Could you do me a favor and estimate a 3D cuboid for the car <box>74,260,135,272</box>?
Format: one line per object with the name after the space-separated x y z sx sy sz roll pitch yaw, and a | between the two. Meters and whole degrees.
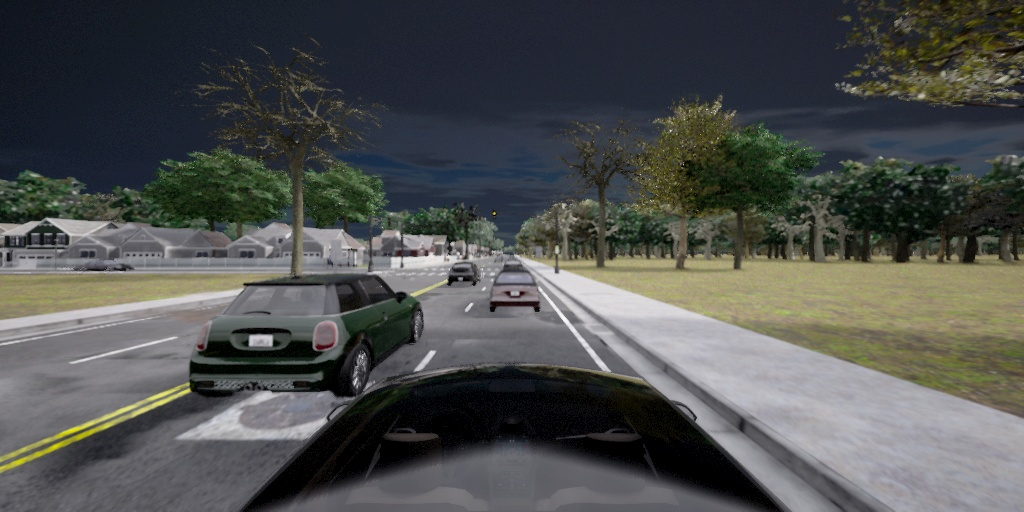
-46.317 1.188 40.757 5.357 1.411 2.033 0 0 1 | car

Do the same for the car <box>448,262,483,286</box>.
-3.147 1.148 24.331 1.837 1.490 4.892 0 0 0 | car

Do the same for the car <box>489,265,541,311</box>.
0.102 1.240 14.066 2.033 1.411 5.357 0 0 0 | car

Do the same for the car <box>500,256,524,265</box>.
0.099 1.077 33.235 1.882 1.535 5.008 0 0 0 | car

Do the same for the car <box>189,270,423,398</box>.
-3.149 1.079 6.643 2.097 1.767 4.553 0 0 0 | car
